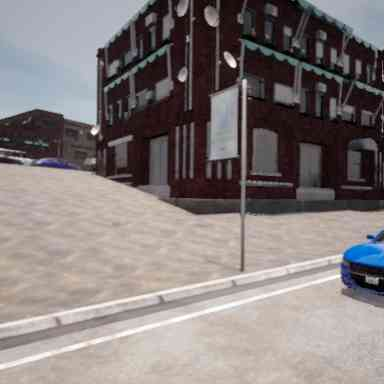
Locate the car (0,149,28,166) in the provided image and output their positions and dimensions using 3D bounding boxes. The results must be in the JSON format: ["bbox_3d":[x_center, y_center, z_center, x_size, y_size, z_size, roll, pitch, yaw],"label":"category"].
[{"bbox_3d":[-16.939,-2.914,32.480,2.150,2.045,5.566,0,-2,40],"label":"car"}]

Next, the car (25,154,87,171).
[{"bbox_3d":[-13.190,-2.519,32.426,2.002,1.452,4.674,0,-2,40],"label":"car"}]

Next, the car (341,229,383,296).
[{"bbox_3d":[5.541,1.447,7.944,5.008,1.535,1.882,0,0,-35],"label":"car"}]

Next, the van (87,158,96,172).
[{"bbox_3d":[-9.605,-2.569,36.829,1.878,1.987,4.442,0,-2,39],"label":"van"}]
